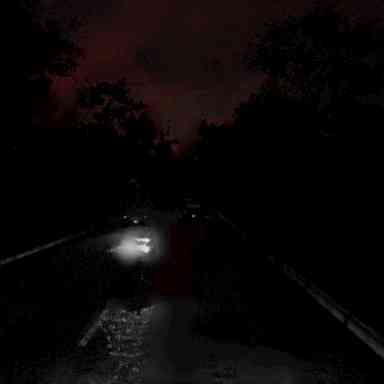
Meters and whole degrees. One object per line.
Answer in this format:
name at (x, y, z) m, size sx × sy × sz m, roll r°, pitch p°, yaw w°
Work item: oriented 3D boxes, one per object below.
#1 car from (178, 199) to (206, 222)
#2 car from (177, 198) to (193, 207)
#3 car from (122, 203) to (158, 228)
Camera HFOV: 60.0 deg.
car at (0.117, 1.527, 26.089) m, size 1.812 × 1.442 × 4.674 m, roll 0°, pitch 0°, yaw 0°
car at (-0.627, 1.478, 42.842) m, size 1.882 × 1.535 × 5.008 m, roll 1°, pitch 0°, yaw -11°
car at (-3.339, 1.496, 22.177) m, size 2.128 × 1.511 × 4.902 m, roll 0°, pitch 0°, yaw 0°
